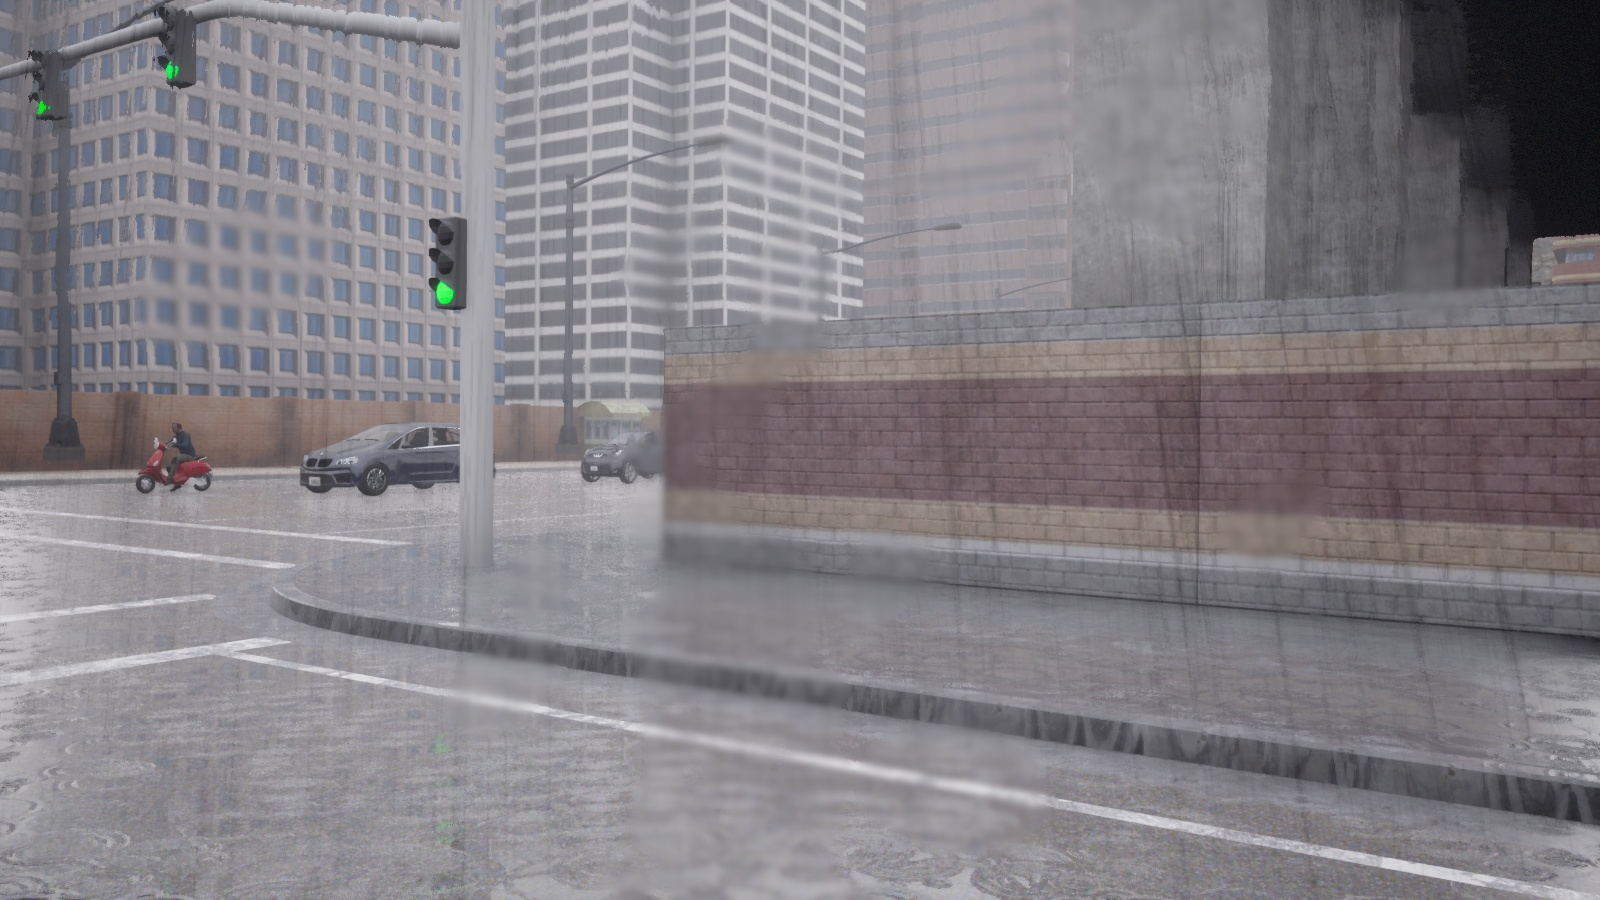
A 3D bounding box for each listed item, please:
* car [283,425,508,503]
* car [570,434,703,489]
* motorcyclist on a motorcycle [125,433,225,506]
[{"bbox_3d":[-9.350,0.259,29.396,2.242,1.667,4.611,0,1,34],"label":"car"},{"bbox_3d":[-4.681,0.292,36.289,1.845,1.501,3.633,0,1,34],"label":"car"},{"bbox_3d":[-14.162,0.424,28.516,0.866,1.590,1.817,0,1,34],"label":"motorcyclist on a motorcycle"}]
